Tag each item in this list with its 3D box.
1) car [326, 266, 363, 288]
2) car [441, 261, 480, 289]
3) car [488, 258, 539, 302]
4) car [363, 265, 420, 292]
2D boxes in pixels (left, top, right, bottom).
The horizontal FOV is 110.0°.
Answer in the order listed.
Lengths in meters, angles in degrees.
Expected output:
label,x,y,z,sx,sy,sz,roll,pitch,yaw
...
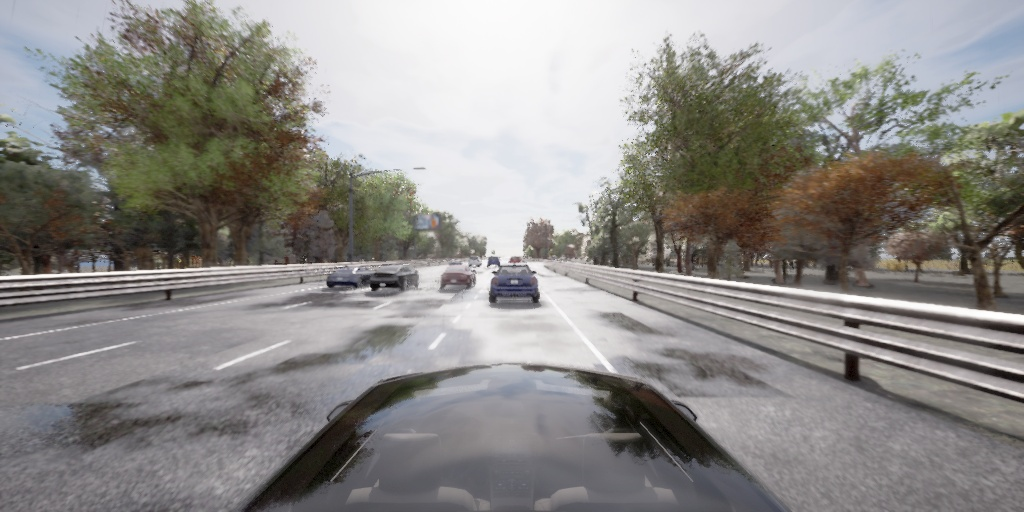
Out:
label,x,y,z,sx,sy,sz,roll,pitch,yaw
car,-10.398,1.327,23.647,1.994,1.385,4.181,0,0,0
car,-3.396,1.288,23.176,1.812,1.442,4.674,0,0,0
car,0.103,1.111,17.174,2.097,1.767,4.553,0,0,0
car,-6.899,1.268,21.561,1.837,1.490,4.892,0,0,0
